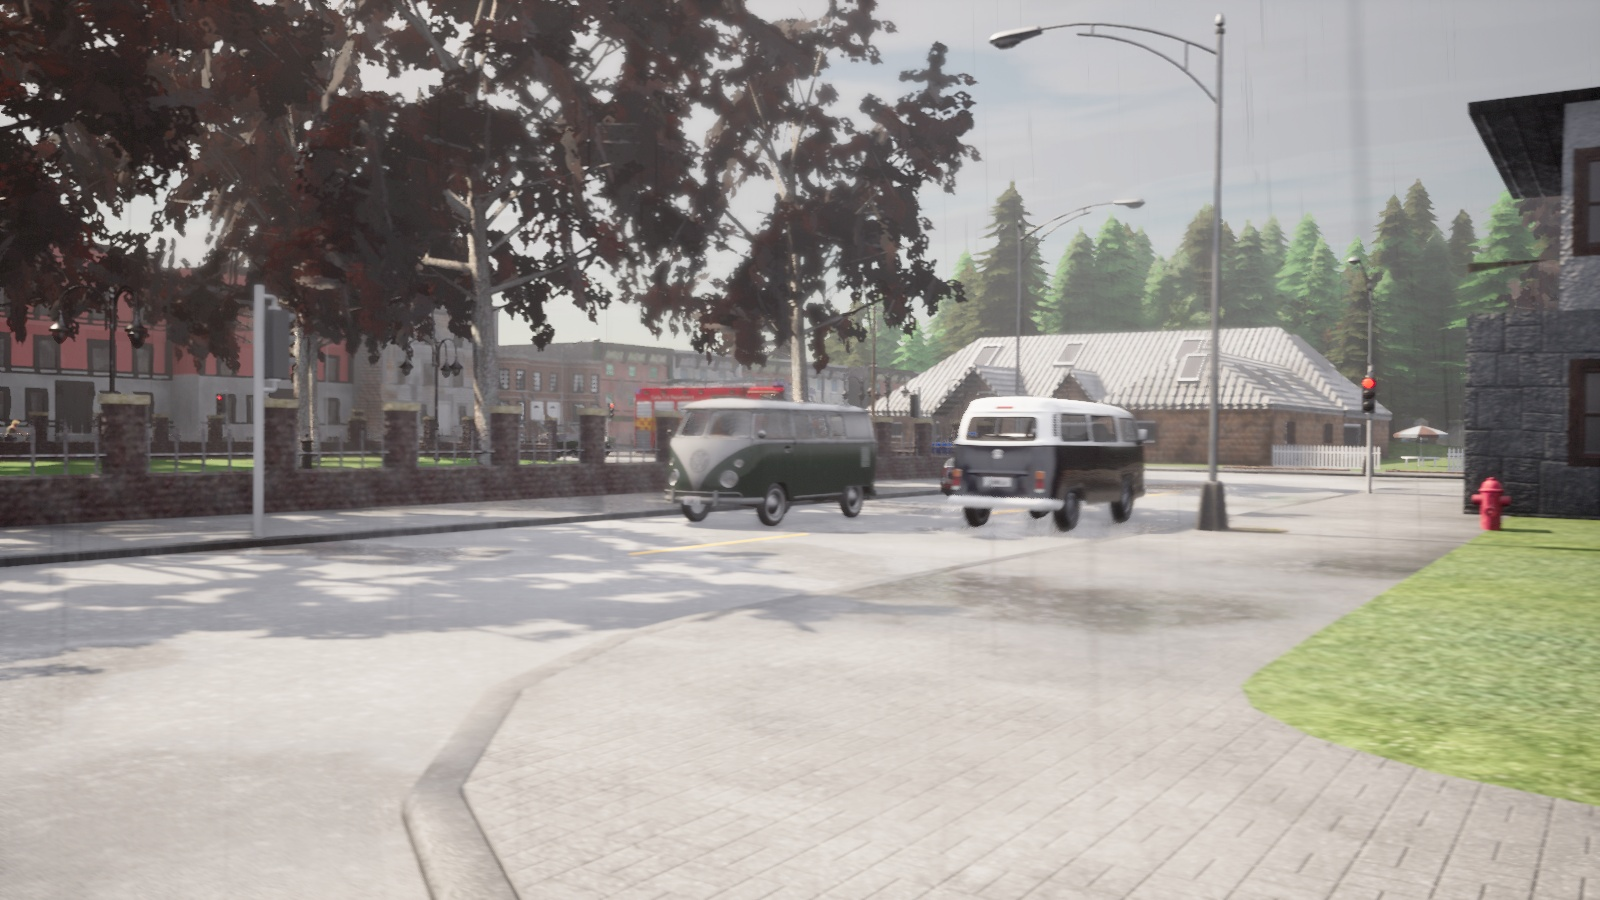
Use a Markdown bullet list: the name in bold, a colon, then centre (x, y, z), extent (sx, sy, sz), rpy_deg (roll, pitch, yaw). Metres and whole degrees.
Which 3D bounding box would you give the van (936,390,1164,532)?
- **van**: centre (4.179, 0.119, 20.421), extent (2.069, 2.038, 4.480), rpy_deg (0, 1, 34)

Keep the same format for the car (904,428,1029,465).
- **car**: centre (7.112, -0.150, 53.978), extent (5.008, 1.535, 1.882), rpy_deg (0, 1, 34)

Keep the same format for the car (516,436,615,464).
- **car**: centre (-11.472, 0.002, 61.319), extent (4.718, 1.301, 1.895), rpy_deg (0, 1, 33)

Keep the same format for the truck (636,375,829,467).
- **truck**: centre (-3.077, -1.243, 55.751), extent (8.468, 3.827, 2.891), rpy_deg (0, 1, 33)

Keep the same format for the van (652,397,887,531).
- **van**: centre (-0.368, 0.174, 20.930), extent (1.775, 1.987, 4.442), rpy_deg (0, 1, 32)

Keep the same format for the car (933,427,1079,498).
- **car**: centre (4.771, 0.233, 28.633), extent (1.970, 1.475, 3.806), rpy_deg (0, 1, 32)
